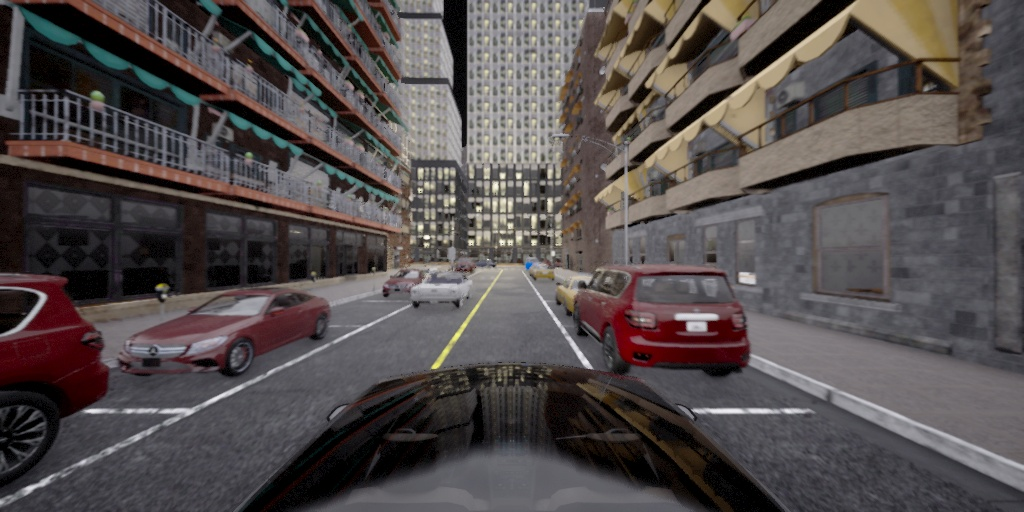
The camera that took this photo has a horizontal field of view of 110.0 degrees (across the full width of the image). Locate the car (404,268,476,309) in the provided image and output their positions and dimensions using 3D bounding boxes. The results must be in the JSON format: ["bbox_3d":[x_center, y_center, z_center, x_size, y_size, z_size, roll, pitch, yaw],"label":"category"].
[{"bbox_3d":[-2.834,1.351,15.244,1.895,1.301,4.718,0,0,0],"label":"car"}]

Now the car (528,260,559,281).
[{"bbox_3d":[2.569,1.279,30.108,1.751,1.417,4.829,0,0,0],"label":"car"}]

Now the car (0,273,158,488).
[{"bbox_3d":[-5.315,1.065,1.737,2.192,1.841,5.009,0,0,0],"label":"car"}]

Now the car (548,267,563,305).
[{"bbox_3d":[2.567,1.276,13.187,1.751,1.417,4.829,0,0,0],"label":"car"}]

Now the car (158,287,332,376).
[{"bbox_3d":[-5.314,1.332,7.378,1.802,1.307,4.207,0,0,0],"label":"car"}]

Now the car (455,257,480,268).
[{"bbox_3d":[-5.310,1.074,41.220,2.192,1.841,5.009,0,0,0],"label":"car"}]

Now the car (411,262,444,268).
[{"bbox_3d":[-5.312,1.277,24.128,1.751,1.417,4.829,0,0,0],"label":"car"}]

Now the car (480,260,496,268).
[{"bbox_3d":[-4.739,1.290,61.985,4.181,1.385,1.994,0,0,34],"label":"car"}]

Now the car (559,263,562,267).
[{"bbox_3d":[6.476,1.386,61.184,4.674,1.442,1.812,1,0,-11],"label":"car"}]

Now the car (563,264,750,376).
[{"bbox_3d":[2.567,1.065,7.377,2.192,1.841,5.009,0,0,0],"label":"car"}]

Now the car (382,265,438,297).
[{"bbox_3d":[-5.313,1.333,18.658,1.802,1.307,4.207,0,0,0],"label":"car"}]

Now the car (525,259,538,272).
[{"bbox_3d":[2.569,1.282,35.748,1.751,1.417,4.829,0,0,0],"label":"car"}]
